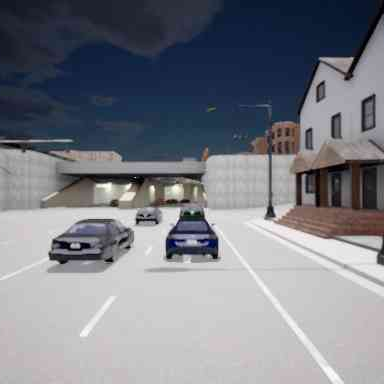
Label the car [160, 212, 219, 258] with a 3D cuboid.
[{"bbox_3d":[0.021,1.717,13.447,1.994,1.385,4.181,0,-1,1],"label":"car"}]

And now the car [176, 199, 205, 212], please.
[{"bbox_3d":[0.012,1.697,28.431,2.097,1.767,4.553,0,-2,0],"label":"car"}]

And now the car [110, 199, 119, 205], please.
[{"bbox_3d":[-18.793,2.397,81.437,1.882,1.535,5.008,0,-1,-1],"label":"car"}]

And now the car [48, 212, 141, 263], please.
[{"bbox_3d":[-3.488,1.690,12.479,2.033,1.411,5.357,0,-1,0],"label":"car"}]

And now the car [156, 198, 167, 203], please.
[{"bbox_3d":[-8.254,2.354,88.777,2.097,1.767,4.553,0,-1,6],"label":"car"}]

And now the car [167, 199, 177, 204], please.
[{"bbox_3d":[-4.729,2.526,88.890,1.812,1.442,4.674,0,-1,6],"label":"car"}]

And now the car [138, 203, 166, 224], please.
[{"bbox_3d":[-3.487,1.872,27.535,2.033,1.411,5.357,0,-1,0],"label":"car"}]
